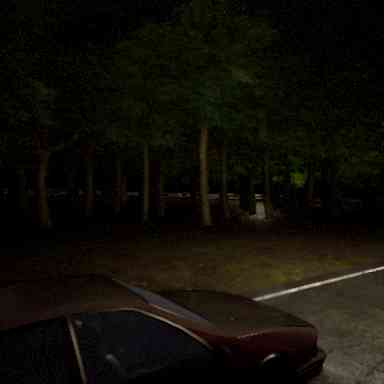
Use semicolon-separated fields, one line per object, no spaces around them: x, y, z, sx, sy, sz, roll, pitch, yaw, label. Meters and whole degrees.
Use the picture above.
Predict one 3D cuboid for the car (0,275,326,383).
-1.111;1.545;2.941;5.357;1.411;2.033;0;0;-35;car
